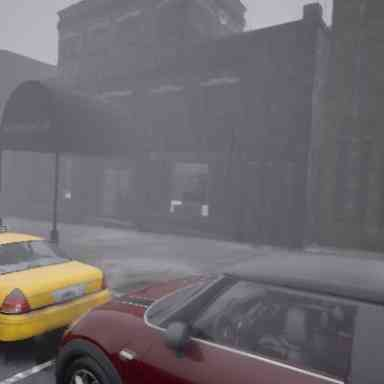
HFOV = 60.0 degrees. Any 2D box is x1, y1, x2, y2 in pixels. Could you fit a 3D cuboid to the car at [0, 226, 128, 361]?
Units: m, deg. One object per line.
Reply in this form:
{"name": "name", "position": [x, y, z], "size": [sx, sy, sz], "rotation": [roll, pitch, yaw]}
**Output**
{"name": "car", "position": [-3.863, 1.418, 6.285], "size": [5.366, 1.575, 1.946], "rotation": [1, 0, 35]}
